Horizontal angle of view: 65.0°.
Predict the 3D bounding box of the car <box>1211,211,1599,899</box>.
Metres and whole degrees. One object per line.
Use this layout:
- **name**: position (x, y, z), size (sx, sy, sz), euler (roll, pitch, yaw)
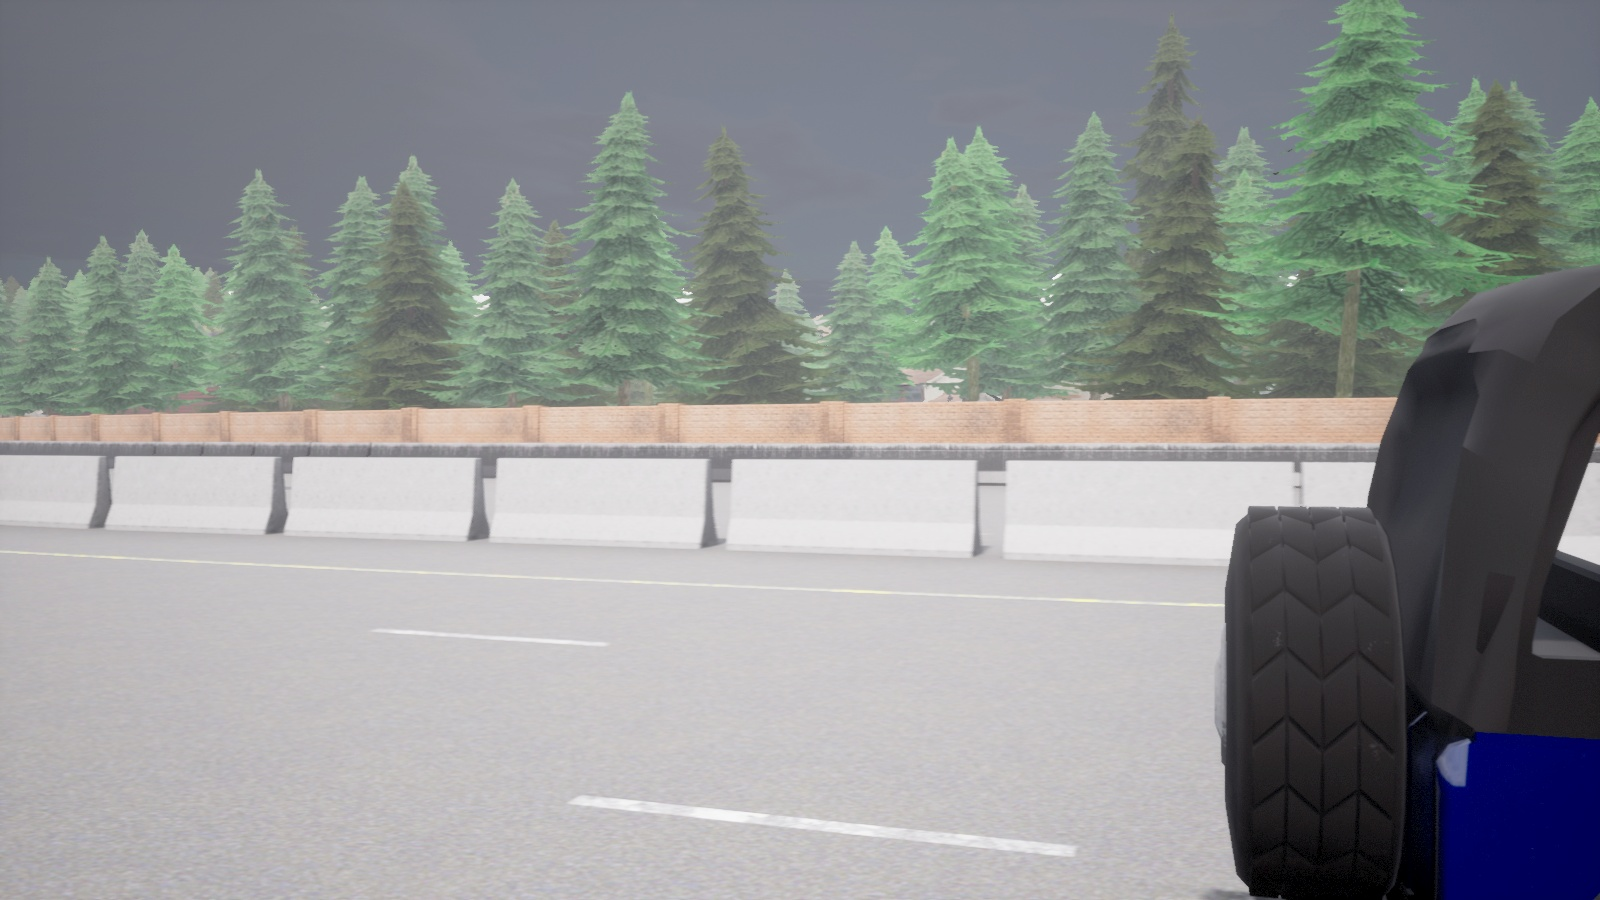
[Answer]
- **car**: position (2.780, 0.597, 2.266), size (3.866, 1.878, 1.905), euler (1, 1, 18)
